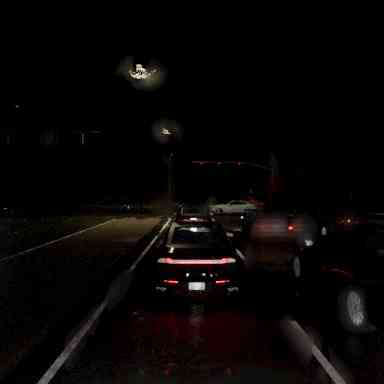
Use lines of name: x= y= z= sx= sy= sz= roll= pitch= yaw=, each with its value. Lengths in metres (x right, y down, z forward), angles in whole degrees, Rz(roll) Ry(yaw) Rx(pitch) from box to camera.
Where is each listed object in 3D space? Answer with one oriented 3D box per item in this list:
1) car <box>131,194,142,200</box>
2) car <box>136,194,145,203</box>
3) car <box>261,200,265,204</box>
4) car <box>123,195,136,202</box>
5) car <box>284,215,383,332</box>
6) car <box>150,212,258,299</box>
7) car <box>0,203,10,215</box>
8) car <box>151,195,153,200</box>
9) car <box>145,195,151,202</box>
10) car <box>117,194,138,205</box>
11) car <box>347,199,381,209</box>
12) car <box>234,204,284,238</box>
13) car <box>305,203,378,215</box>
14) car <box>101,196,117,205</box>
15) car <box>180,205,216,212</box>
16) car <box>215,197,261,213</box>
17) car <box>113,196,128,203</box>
car: x=-15.109 y=1.348 z=90.705 sx=2.097 sy=1.767 sz=4.553 roll=0 pitch=0 yaw=0
car: x=-11.597 y=1.499 z=68.999 sx=1.837 sy=1.490 sz=4.892 roll=0 pitch=0 yaw=0
car: x=7.799 y=1.478 z=46.477 sx=1.882 sy=1.535 sz=5.008 roll=-3 pitch=2 yaw=-43
car: x=-15.114 y=1.524 z=80.538 sx=2.128 sy=1.511 sz=4.902 roll=0 pitch=0 yaw=0
car: x=3.590 y=1.478 z=6.849 sx=1.882 sy=1.535 sz=5.008 roll=0 pitch=0 yaw=0
car: x=0.087 y=1.491 z=8.453 sx=2.128 sy=1.511 sz=4.902 roll=0 pitch=0 yaw=0
car: x=-19.848 y=1.564 z=31.866 sx=4.181 sy=1.385 sz=1.994 roll=0 pitch=0 yaw=0
car: x=-11.617 y=1.523 z=89.676 sx=2.128 sy=1.511 sz=4.902 roll=0 pitch=0 yaw=0
car: x=-11.612 y=1.524 z=79.269 sx=1.812 sy=1.442 sz=4.674 roll=0 pitch=0 yaw=0
car: x=-11.681 y=1.563 z=60.177 sx=1.994 sy=1.385 sz=4.181 roll=0 pitch=0 yaw=1
car: x=22.443 y=1.564 z=43.696 sx=4.181 sy=1.385 sz=1.994 roll=0 pitch=0 yaw=1
car: x=3.579 y=1.547 z=16.469 sx=2.033 sy=1.411 sz=5.357 roll=0 pitch=0 yaw=0
car: x=7.077 y=1.505 z=16.935 sx=1.837 sy=1.490 sz=4.892 roll=0 pitch=0 yaw=0
car: x=-15.141 y=1.477 z=60.657 sx=1.882 sy=1.535 sz=5.008 roll=0 pitch=0 yaw=0
car: x=0.076 y=1.505 z=17.874 sx=1.837 sy=1.490 sz=4.892 roll=0 pitch=0 yaw=0
car: x=4.094 y=1.525 z=32.917 sx=4.674 sy=1.442 sz=1.812 roll=0 pitch=0 yaw=-3
car: x=-15.099 y=1.539 z=70.435 sx=2.033 sy=1.411 sz=5.357 roll=0 pitch=0 yaw=0
